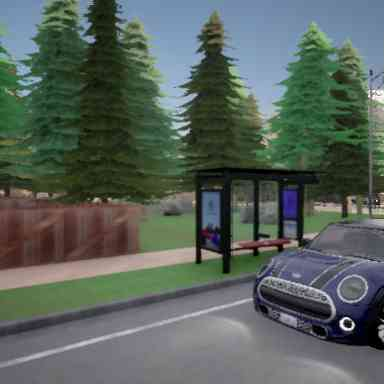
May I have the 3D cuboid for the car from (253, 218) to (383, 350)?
[{"bbox_3d":[3.294,1.335,6.322,4.553,1.767,2.097,0,0,-35],"label":"car"}]

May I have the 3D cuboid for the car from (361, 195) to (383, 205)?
[{"bbox_3d":[27.719,1.036,49.915,4.605,1.855,1.932,0,0,-37],"label":"car"}]

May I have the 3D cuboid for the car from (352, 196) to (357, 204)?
[{"bbox_3d":[25.906,1.030,51.700,3.866,1.878,1.905,0,0,-37],"label":"car"}]
